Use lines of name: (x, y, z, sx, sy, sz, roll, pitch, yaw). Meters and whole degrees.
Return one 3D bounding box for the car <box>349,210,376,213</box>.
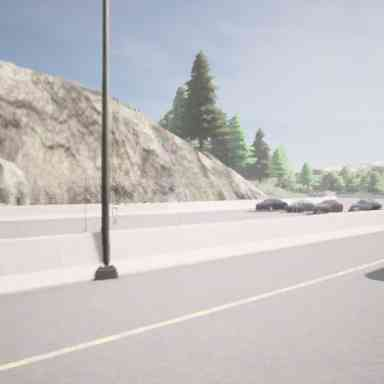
car: (17.040, 1.529, 32.548, 2.128, 1.511, 4.902, 0, 0, 45)
